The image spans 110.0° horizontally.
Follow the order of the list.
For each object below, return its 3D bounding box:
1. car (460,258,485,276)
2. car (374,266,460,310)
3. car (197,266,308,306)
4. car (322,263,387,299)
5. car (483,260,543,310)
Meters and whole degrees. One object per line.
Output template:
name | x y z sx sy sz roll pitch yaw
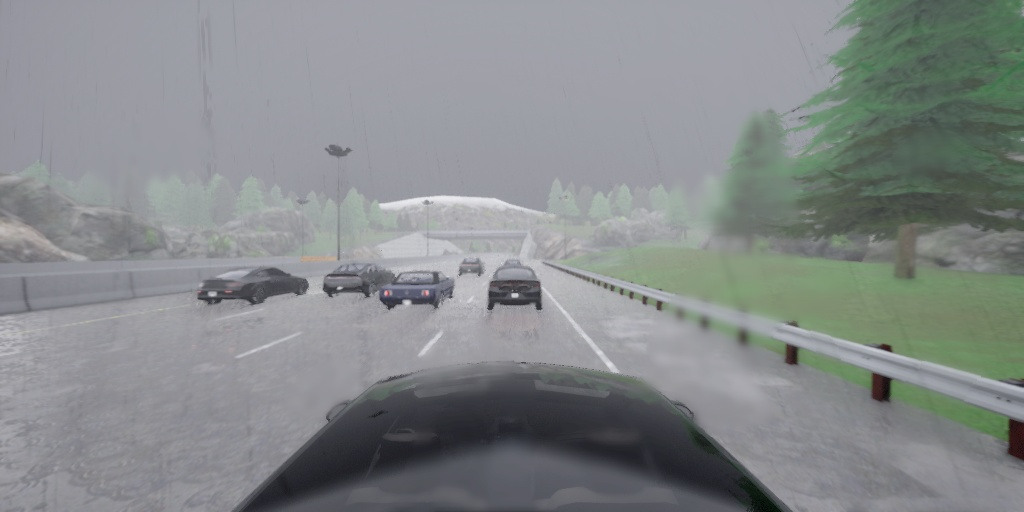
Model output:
car | -3.408 0.895 30.893 2.128 1.511 4.902 0 1 0
car | -3.402 1.207 13.881 1.895 1.301 4.718 0 1 0
car | -10.403 1.123 14.756 1.812 1.442 4.674 0 1 0
car | -6.904 1.064 16.793 2.128 1.511 4.902 0 1 0
car | 0.098 1.082 13.961 1.882 1.535 5.008 0 1 0
